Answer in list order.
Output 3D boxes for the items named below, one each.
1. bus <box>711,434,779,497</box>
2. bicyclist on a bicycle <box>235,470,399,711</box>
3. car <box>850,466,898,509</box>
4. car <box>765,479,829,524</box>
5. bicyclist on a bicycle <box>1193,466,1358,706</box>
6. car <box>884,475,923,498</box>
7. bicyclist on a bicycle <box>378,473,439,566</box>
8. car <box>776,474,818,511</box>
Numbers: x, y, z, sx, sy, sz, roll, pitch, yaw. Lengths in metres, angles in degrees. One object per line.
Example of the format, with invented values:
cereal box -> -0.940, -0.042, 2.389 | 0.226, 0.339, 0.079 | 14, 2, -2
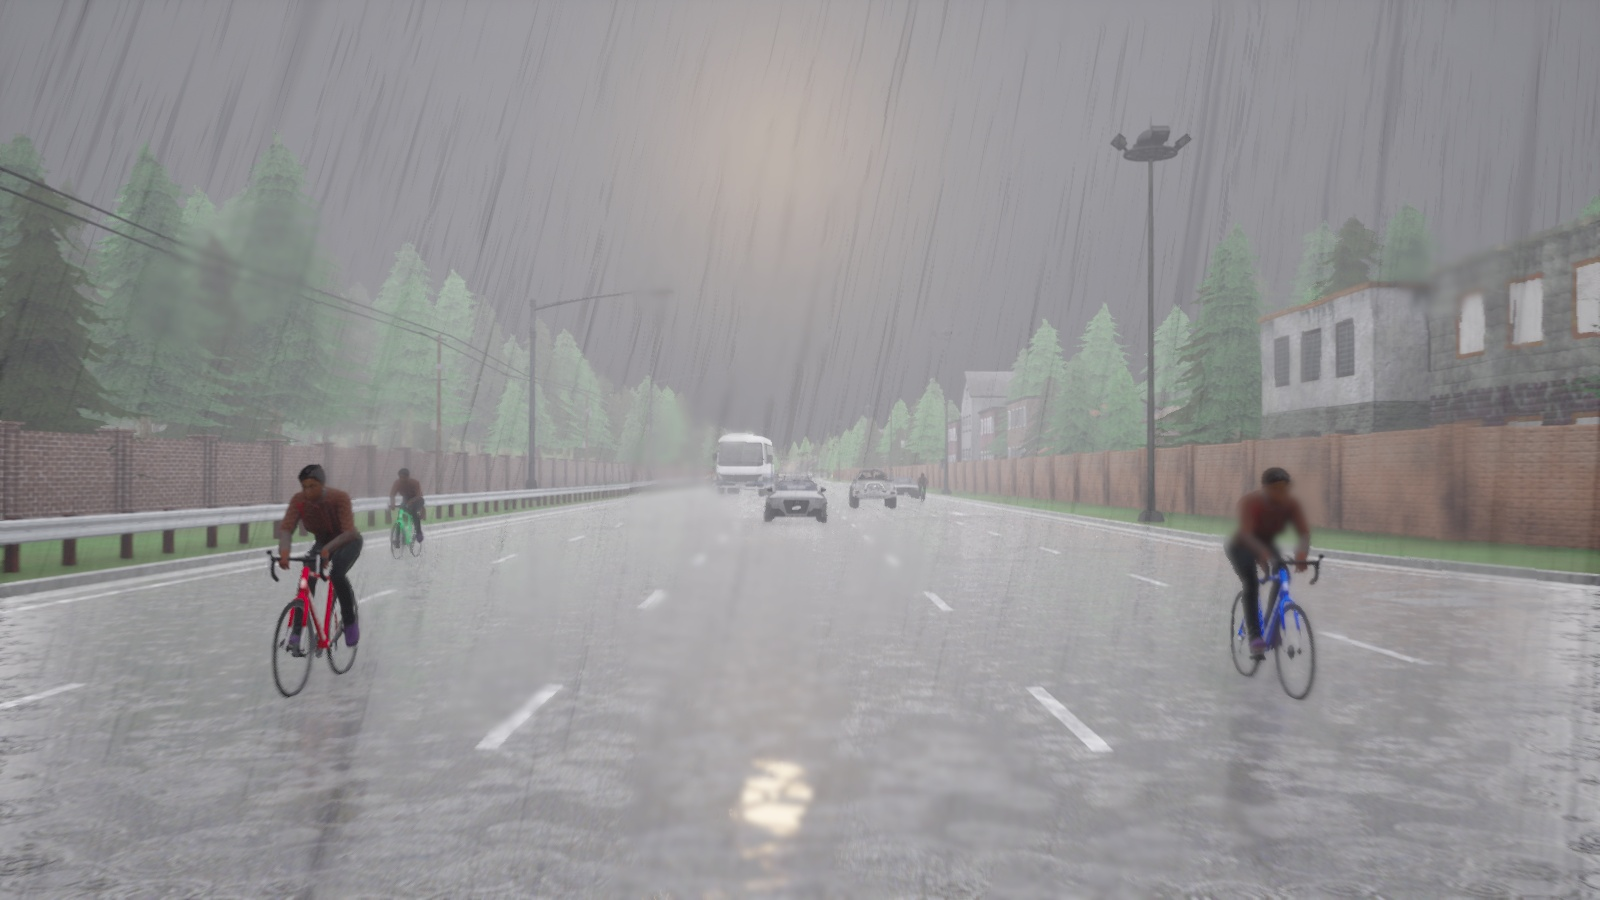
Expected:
bus -> -3.788, 1.133, 89.737 | 3.944, 4.253, 10.273 | 0, -1, 3
bicyclist on a bicycle -> -3.523, 0.959, 9.307 | 0.582, 1.620, 1.656 | 0, -1, 0
car -> 3.355, 1.703, 57.888 | 1.932, 1.855, 4.605 | 0, -1, 0
car -> -0.102, 1.652, 41.188 | 1.994, 1.385, 4.181 | 0, -1, 0
bicyclist on a bicycle -> 3.476, 0.931, 9.325 | 0.582, 1.620, 1.656 | 0, -1, 0
car -> 6.773, 2.381, 82.565 | 2.033, 1.411, 5.357 | 0, -1, 0
bicyclist on a bicycle -> -7.057, 1.223, 22.701 | 0.582, 1.620, 1.656 | 0, -1, 0
car -> -0.137, 1.821, 54.815 | 1.789, 1.549, 3.705 | 0, -1, 0
